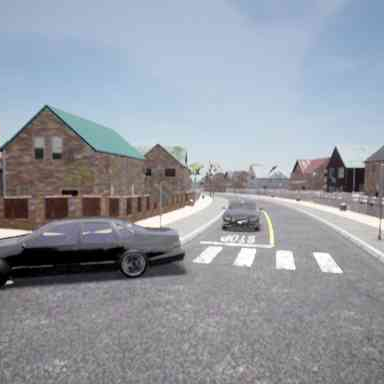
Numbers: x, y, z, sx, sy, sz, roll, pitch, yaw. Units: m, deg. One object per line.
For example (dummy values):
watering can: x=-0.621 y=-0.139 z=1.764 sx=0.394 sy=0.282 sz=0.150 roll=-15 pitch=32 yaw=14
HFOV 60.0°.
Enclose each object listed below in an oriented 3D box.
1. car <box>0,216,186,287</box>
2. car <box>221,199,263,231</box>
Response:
car: x=-2.877 y=1.342 z=8.375 sx=5.357 sy=1.411 sz=2.033 roll=-1 pitch=2 yaw=-14
car: x=2.757 y=1.146 z=17.980 sx=1.837 sy=1.490 sz=4.892 roll=1 pitch=1 yaw=12
